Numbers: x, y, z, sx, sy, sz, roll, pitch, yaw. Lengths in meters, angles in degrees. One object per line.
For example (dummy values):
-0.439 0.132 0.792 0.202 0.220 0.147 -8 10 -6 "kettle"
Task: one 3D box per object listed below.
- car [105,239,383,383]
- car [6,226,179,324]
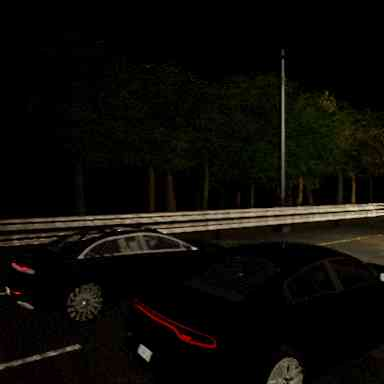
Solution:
1.528 1.478 4.836 5.008 1.535 1.882 0 0 -36 "car"
-1.207 1.492 7.186 4.902 1.511 2.128 0 0 -36 "car"
